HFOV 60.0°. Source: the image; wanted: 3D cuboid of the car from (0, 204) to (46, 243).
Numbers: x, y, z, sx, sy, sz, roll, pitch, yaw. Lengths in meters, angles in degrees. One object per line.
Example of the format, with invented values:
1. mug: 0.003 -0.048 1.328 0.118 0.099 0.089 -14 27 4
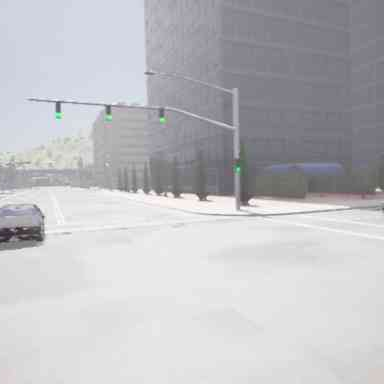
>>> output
1. car: -7.245 1.218 14.015 2.033 1.411 5.357 -2 2 -23

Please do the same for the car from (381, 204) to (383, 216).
1. car: 11.657 0.558 16.599 4.892 1.490 1.837 -3 2 -24
